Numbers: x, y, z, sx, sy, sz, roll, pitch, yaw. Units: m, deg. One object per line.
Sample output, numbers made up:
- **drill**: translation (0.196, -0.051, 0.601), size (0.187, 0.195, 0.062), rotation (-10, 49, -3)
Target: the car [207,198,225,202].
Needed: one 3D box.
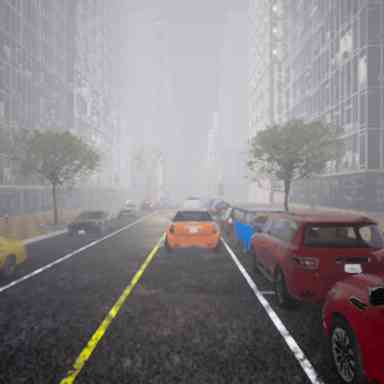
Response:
- **car**: translation (2.690, 1.646, 30.670), size (1.967, 1.590, 4.097), rotation (-1, 0, 0)

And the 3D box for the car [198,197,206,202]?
- **car**: translation (2.840, 2.172, 93.190), size (1.947, 1.339, 4.313), rotation (-1, 0, 0)

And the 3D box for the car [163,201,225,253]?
- **car**: translation (0.036, 1.450, 14.321), size (2.097, 1.767, 4.553), rotation (0, 0, 0)

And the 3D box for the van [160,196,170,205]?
- **van**: translation (-5.678, 1.807, 70.459), size (1.690, 1.788, 3.998), rotation (-1, 0, 0)

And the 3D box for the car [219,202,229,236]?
- **car**: translation (2.688, 1.571, 19.303), size (1.967, 1.590, 4.097), rotation (-1, 0, 0)

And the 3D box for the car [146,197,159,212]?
- **car**: translation (-5.686, 1.722, 42.040), size (1.967, 1.590, 4.097), rotation (-1, 0, 0)

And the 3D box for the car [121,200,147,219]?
- **car**: translation (-5.689, 1.757, 30.672), size (2.008, 1.369, 4.403), rotation (-1, 0, 0)

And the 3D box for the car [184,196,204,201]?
- **car**: translation (0.119, 1.524, 44.947), size (2.150, 2.045, 5.566), rotation (0, 0, 0)

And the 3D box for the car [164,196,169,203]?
- **car**: translation (-5.678, 2.012, 64.774), size (1.802, 1.307, 4.206), rotation (-1, 0, 0)

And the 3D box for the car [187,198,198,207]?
- **car**: translation (0.119, 1.889, 61.876), size (1.882, 1.535, 5.008), rotation (0, -1, 0)

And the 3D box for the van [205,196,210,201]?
- **van**: translation (2.691, 1.585, 36.354), size (1.690, 1.788, 3.998), rotation (-1, 0, 0)

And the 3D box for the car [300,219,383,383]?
- **car**: translation (2.681, 1.331, 2.254), size (2.192, 1.841, 5.009), rotation (-1, 0, 0)

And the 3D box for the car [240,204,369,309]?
- **car**: translation (2.683, 1.370, 7.938), size (2.192, 1.841, 5.009), rotation (-1, 0, 0)

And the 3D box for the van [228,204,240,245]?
- **van**: translation (2.685, 1.434, 13.621), size (1.690, 1.788, 3.998), rotation (-1, 0, 0)

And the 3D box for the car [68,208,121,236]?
- **car**: translation (-5.692, 1.697, 19.305), size (1.947, 1.339, 4.313), rotation (-1, 0, 0)

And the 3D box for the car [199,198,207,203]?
- **car**: translation (2.821, 2.153, 87.504), size (1.802, 1.307, 4.206), rotation (-1, 0, 0)

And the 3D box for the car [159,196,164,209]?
- **car**: translation (-5.686, 1.634, 47.724), size (2.192, 1.841, 5.009), rotation (-1, 0, 0)

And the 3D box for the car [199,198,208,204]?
- **car**: translation (2.761, 2.102, 81.821), size (1.947, 1.339, 4.313), rotation (-1, 0, 0)

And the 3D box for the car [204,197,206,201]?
- **car**: translation (2.699, 1.907, 53.404), size (2.008, 1.369, 4.403), rotation (-1, 0, 0)

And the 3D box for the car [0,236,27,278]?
- **car**: translation (-5.695, 1.579, 7.768), size (1.752, 1.417, 4.829), rotation (-1, 0, 0)

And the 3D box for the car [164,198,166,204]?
- **car**: translation (-5.682, 1.938, 53.406), size (1.802, 1.307, 4.206), rotation (-1, 0, 0)
